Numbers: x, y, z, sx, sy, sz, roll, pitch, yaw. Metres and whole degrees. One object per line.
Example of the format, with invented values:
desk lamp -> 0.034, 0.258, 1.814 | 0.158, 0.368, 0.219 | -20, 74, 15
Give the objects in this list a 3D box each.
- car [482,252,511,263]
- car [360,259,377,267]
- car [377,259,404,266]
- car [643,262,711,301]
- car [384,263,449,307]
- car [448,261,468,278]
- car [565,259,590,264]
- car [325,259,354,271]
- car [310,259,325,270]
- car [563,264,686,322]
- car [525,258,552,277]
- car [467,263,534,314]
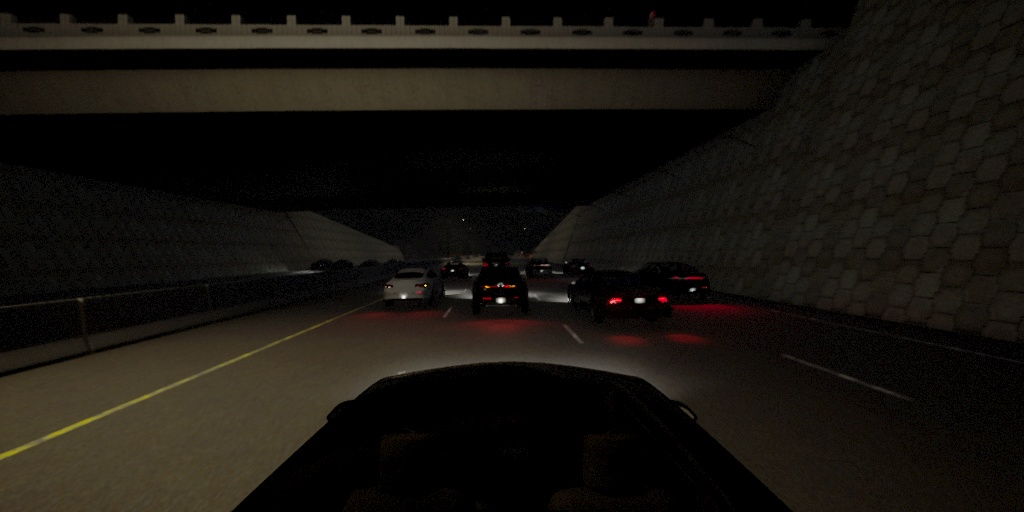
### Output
car -> -1.240, 0.728, 28.983 | 2.150, 2.045, 5.566 | -1, 1, -2
car -> -19.984, 1.176, 50.825 | 1.994, 1.385, 4.181 | -1, 1, -3
car -> -16.440, 1.108, 49.827 | 2.033, 1.411, 5.357 | -1, 1, -3
car -> 6.464, 0.997, 15.468 | 2.128, 1.511, 4.902 | -1, 1, -3
car -> -4.035, 1.212, 15.249 | 1.812, 1.442, 4.674 | -1, 1, -3
car -> -4.803, 1.115, 30.414 | 1.994, 1.385, 4.181 | -1, 1, -3
car -> 5.674, 0.928, 31.150 | 1.994, 1.385, 4.181 | -1, 1, -3
car -> -23.424, 1.210, 49.447 | 1.812, 1.442, 4.674 | -1, 1, -3
car -> -27.004, 1.232, 51.317 | 1.837, 1.490, 4.892 | -1, 1, -2
car -> 3.132, 1.147, 11.564 | 2.033, 1.411, 5.357 | -1, 1, -2
car -> 2.207, 0.925, 30.293 | 2.128, 1.511, 4.902 | -1, 1, -3
car -> -0.444, 1.144, 13.317 | 1.837, 1.490, 4.892 | -1, -1, -2
